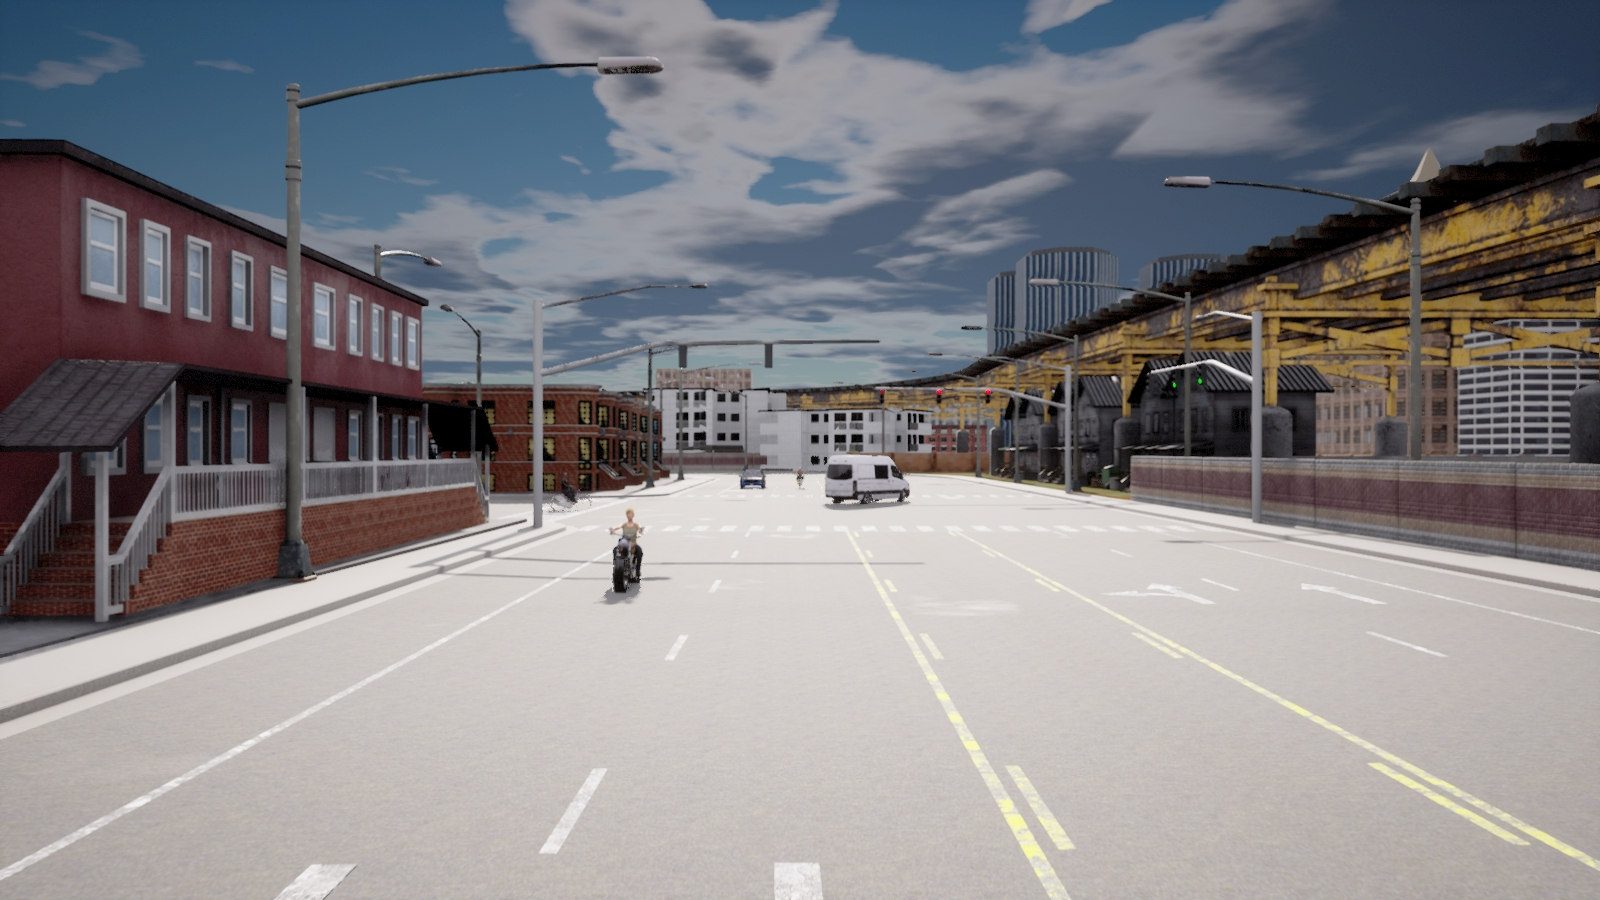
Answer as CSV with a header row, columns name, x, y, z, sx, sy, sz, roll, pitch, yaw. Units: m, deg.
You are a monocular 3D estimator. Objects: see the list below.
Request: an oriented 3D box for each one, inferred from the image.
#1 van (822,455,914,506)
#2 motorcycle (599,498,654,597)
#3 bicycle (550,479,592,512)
name,x,y,z,sx,sy,sz,roll,pitch,yaw
van,3.701,1.571,61.043,1.988,2.561,5.915,1,0,36
motorcycle,-3.496,1.922,23.189,0.764,1.802,2.356,0,0,0
bicycle,-10.541,2.079,52.655,1.835,1.496,0.329,0,0,-5
